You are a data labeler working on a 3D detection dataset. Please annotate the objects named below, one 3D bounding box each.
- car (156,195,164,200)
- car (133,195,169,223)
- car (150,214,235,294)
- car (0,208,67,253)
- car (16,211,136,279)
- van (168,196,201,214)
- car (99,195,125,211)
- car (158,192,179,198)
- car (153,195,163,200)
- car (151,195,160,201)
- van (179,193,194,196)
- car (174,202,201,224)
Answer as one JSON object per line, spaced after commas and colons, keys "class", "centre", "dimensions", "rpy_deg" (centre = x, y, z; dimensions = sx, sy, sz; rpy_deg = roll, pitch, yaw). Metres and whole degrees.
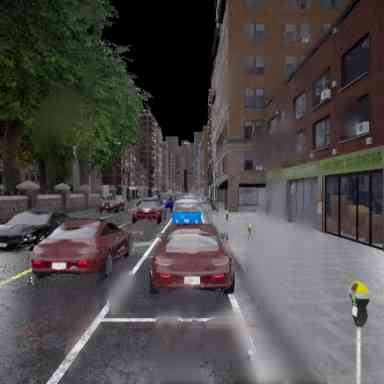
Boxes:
{"class": "car", "centre": [-8.815, 1.438, 91.530], "dimensions": [1.887, 1.381, 4.507], "rpy_deg": [0, 0, 0]}
{"class": "car", "centre": [-3.146, 1.339, 25.194], "dimensions": [2.097, 1.767, 4.553], "rpy_deg": [0, 0, 0]}
{"class": "car", "centre": [0.004, 1.523, 8.650], "dimensions": [1.812, 1.442, 4.674], "rpy_deg": [0, 0, 0]}
{"class": "car", "centre": [-6.245, 1.473, 13.489], "dimensions": [1.882, 1.535, 5.008], "rpy_deg": [0, 0, 0]}
{"class": "car", "centre": [-3.052, 1.523, 9.940], "dimensions": [1.812, 1.442, 4.674], "rpy_deg": [0, 0, 0]}
{"class": "van", "centre": [-0.290, 1.333, 19.998], "dimensions": [1.690, 1.788, 3.998], "rpy_deg": [0, 0, 0]}
{"class": "car", "centre": [-8.815, 1.291, 36.940], "dimensions": [2.192, 1.841, 5.009], "rpy_deg": [0, 0, 0]}
{"class": "car", "centre": [-3.042, 1.196, 39.353], "dimensions": [2.150, 2.045, 5.566], "rpy_deg": [0, 0, 0]}
{"class": "car", "centre": [-8.815, 1.450, 86.079], "dimensions": [2.008, 1.369, 4.403], "rpy_deg": [0, 0, 0]}
{"class": "car", "centre": [-8.815, 1.432, 80.459], "dimensions": [1.752, 1.417, 4.829], "rpy_deg": [0, 0, 0]}
{"class": "van", "centre": [-0.290, 1.317, 36.980], "dimensions": [1.690, 1.788, 3.998], "rpy_deg": [0, 0, 0]}
{"class": "car", "centre": [-0.290, 1.532, 25.659], "dimensions": [1.887, 1.381, 4.507], "rpy_deg": [0, 0, 0]}
